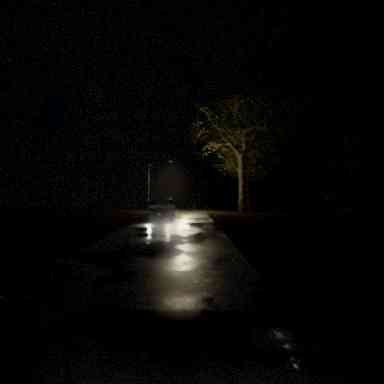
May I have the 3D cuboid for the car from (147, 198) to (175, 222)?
[{"bbox_3d":[-2.706,1.553,30.239,2.150,2.045,5.566,0,-1,0],"label":"car"}]
